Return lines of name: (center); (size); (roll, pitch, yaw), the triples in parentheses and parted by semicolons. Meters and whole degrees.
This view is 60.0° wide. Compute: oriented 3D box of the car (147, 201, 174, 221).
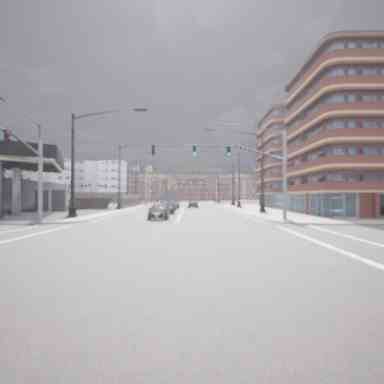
car: (-3.202, 1.913, 32.356); (2.128, 1.511, 4.902); (0, -1, -1)

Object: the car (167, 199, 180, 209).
car: (-3.443, 2.162, 62.244); (2.097, 1.767, 4.553); (0, -1, 0)

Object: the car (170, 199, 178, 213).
car: (-3.295, 1.900, 42.075); (2.097, 1.767, 4.553); (0, -1, 0)

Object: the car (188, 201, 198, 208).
car: (0.193, 2.345, 62.958); (1.812, 1.442, 4.674); (0, -1, -1)
